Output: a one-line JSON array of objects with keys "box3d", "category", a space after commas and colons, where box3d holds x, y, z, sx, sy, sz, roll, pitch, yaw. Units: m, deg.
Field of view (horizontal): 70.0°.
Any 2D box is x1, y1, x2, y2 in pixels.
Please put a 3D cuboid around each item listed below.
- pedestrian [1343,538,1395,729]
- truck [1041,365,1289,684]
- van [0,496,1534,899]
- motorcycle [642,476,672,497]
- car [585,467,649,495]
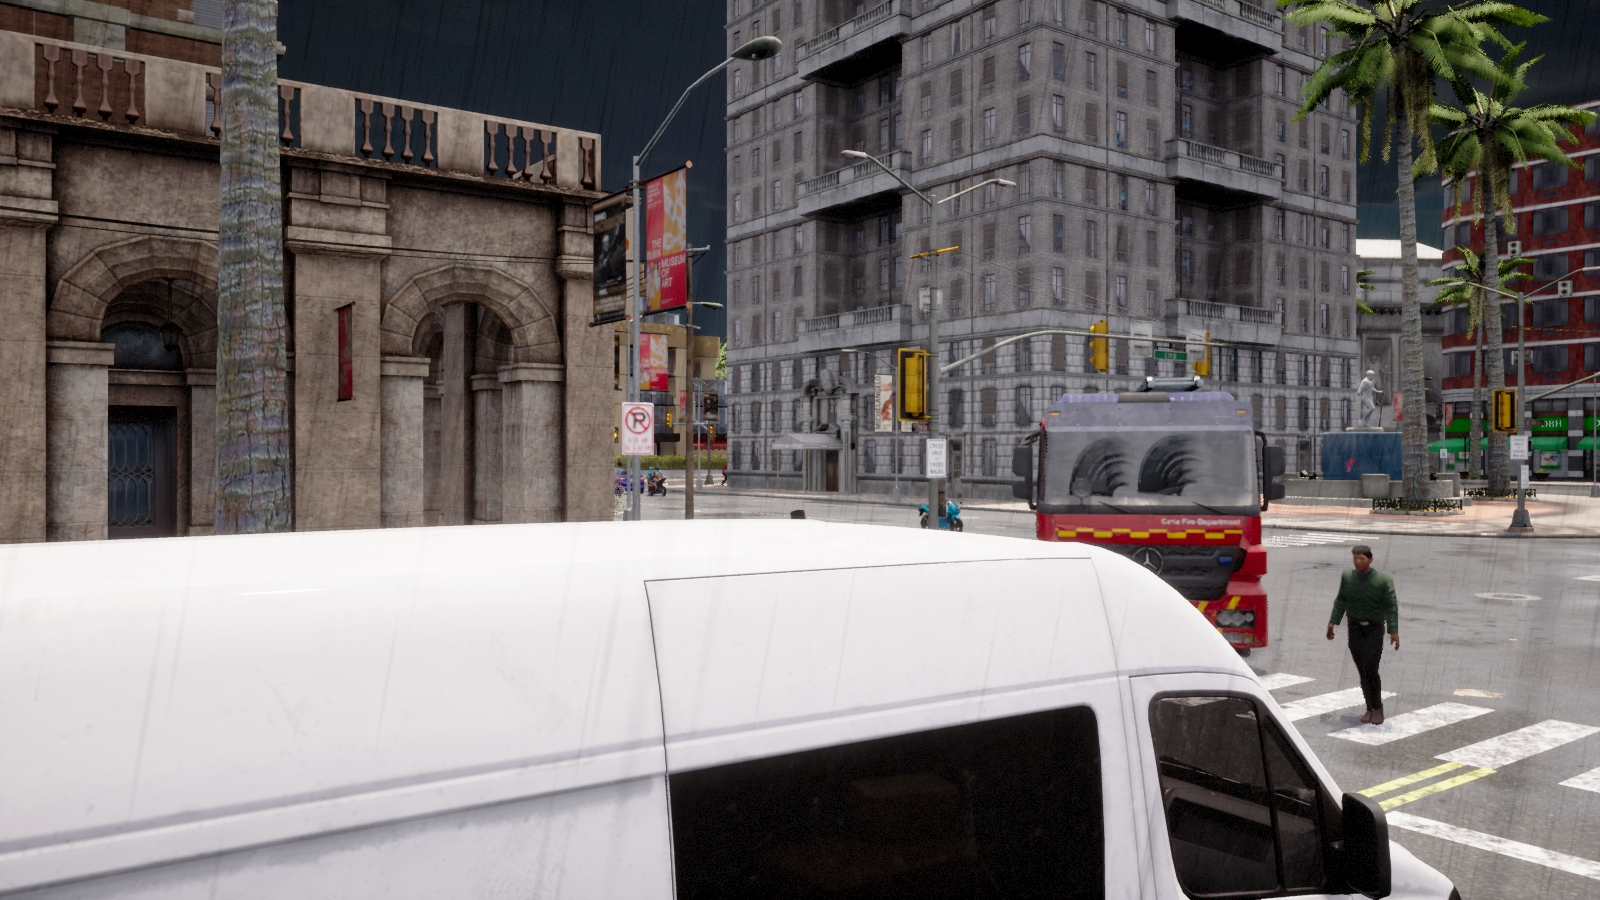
[{"box3d": [5.783, 1.843, 11.614, 0.375, 1.860, 0.375, 0, 0, 45], "category": "pedestrian"}, {"box3d": [5.505, 0.882, 18.143, 2.891, 3.827, 8.468, 0, 0, 14], "category": "truck"}, {"box3d": [0.019, 1.533, 3.806, 5.915, 2.561, 1.988, 0, 0, -35], "category": "van"}, {"box3d": [-8.633, 2.192, 68.938, 0.867, 1.251, 2.209, 0, 0, -35], "category": "motorcycle"}, {"box3d": [-11.783, 1.955, 73.409, 2.242, 1.667, 4.611, 0, 0, -35], "category": "car"}]
